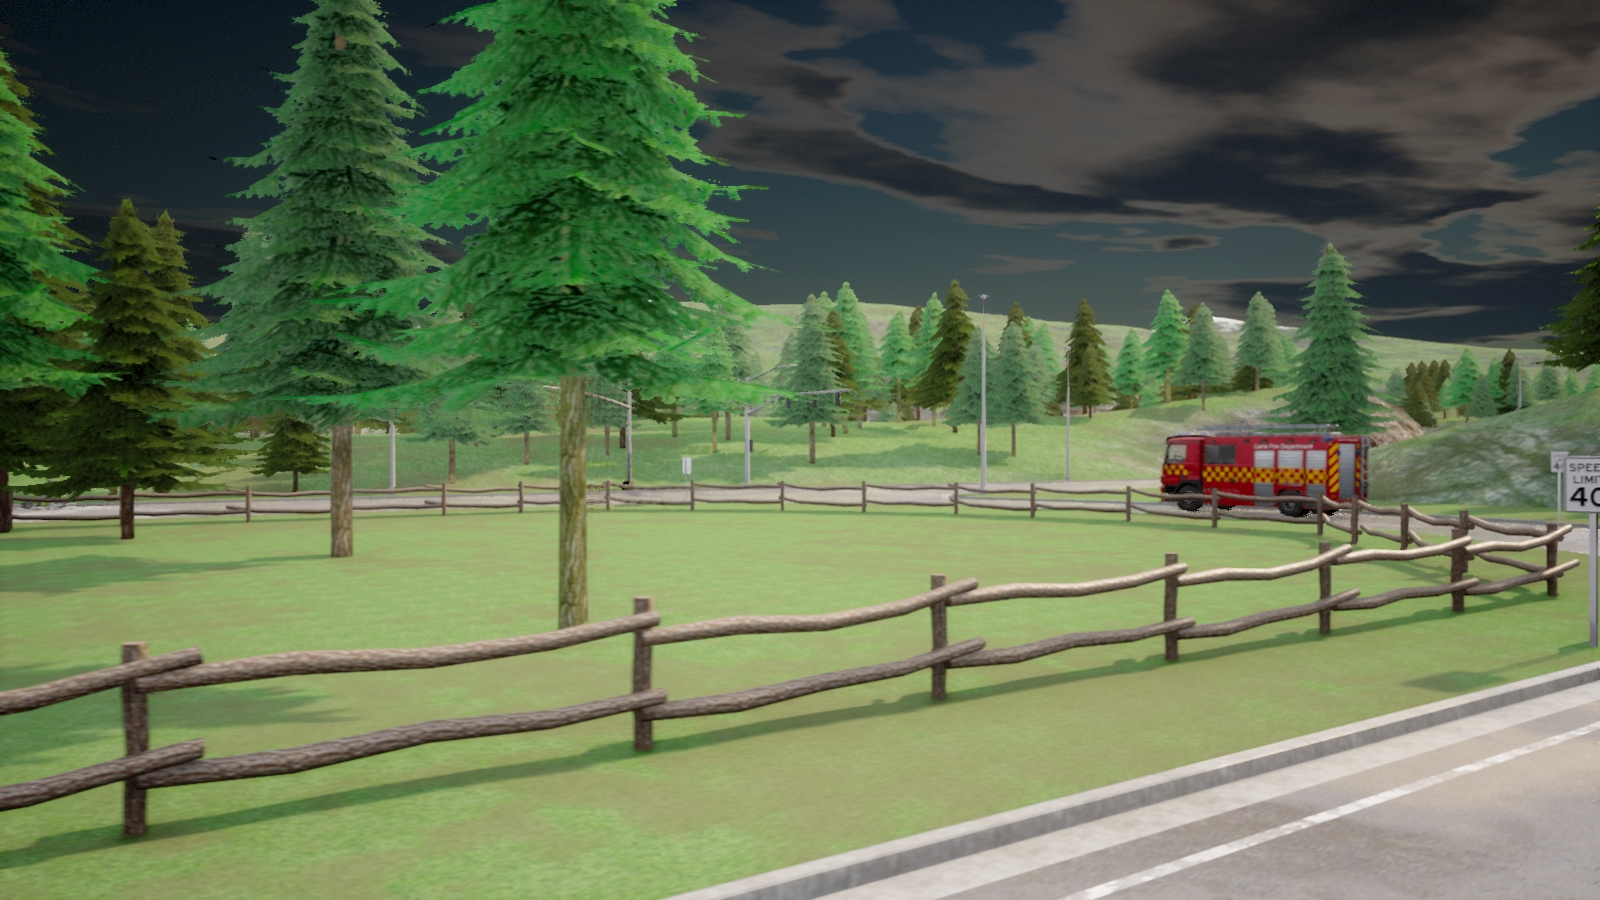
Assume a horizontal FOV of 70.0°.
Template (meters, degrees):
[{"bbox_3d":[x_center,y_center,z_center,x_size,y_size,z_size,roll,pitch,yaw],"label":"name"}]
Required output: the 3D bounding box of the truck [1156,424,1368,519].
[{"bbox_3d":[19.963,0.865,50.003,2.891,3.827,8.468,0,0,-34],"label":"truck"}]
